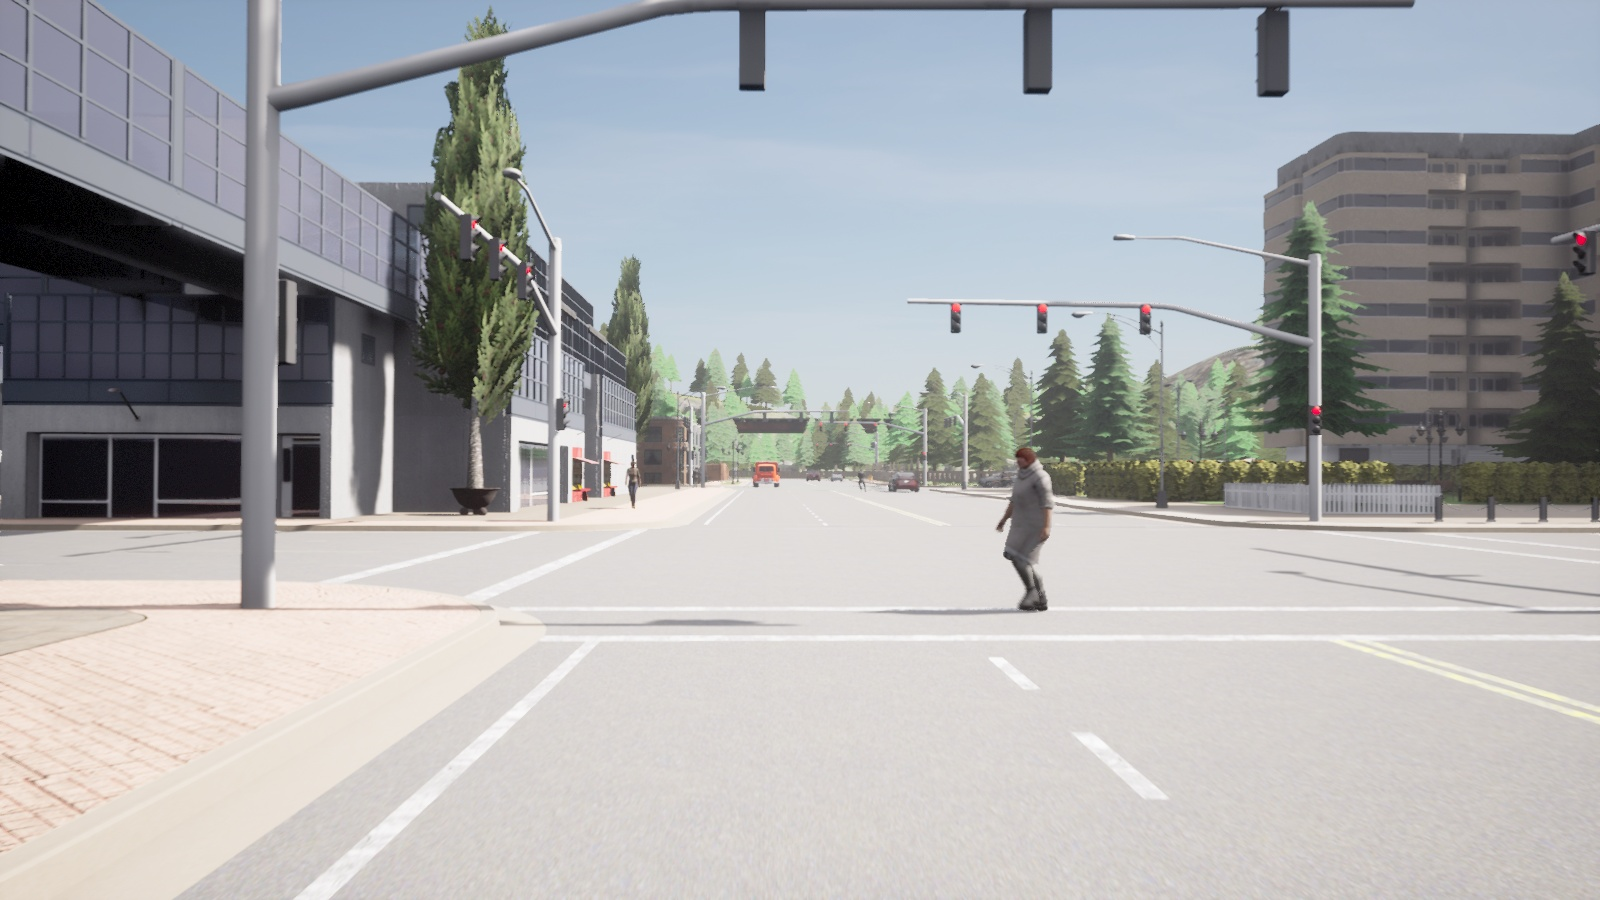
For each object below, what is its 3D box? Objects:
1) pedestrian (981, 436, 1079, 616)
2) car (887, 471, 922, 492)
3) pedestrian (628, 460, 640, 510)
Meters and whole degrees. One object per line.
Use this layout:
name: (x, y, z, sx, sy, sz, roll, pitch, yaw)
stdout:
pedestrian: (2.569, 0.830, 14.072, 0.873, 1.952, 0.659, 0, -1, -15)
car: (7.930, 2.391, 96.073, 2.163, 1.488, 4.792, 0, -1, -2)
pedestrian: (-6.055, 1.265, 45.809, 0.328, 1.805, 0.869, 0, -1, -2)
